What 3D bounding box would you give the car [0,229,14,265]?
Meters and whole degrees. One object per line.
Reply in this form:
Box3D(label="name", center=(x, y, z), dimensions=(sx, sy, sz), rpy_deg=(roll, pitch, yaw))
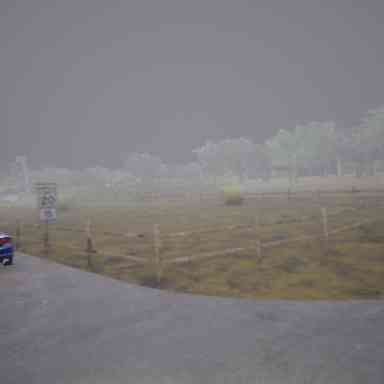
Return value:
Box3D(label="car", center=(-8.235, 1.952, 12.473), dimensions=(1.882, 1.535, 5.008), rpy_deg=(-3, 0, -42))
